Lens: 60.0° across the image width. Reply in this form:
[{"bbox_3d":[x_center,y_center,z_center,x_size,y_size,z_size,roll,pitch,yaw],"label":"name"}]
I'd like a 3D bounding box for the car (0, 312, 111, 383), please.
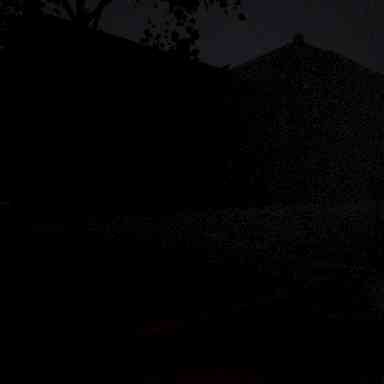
[{"bbox_3d":[-2.763,1.509,1.407,4.892,1.490,1.837,0,0,-36],"label":"car"}]
